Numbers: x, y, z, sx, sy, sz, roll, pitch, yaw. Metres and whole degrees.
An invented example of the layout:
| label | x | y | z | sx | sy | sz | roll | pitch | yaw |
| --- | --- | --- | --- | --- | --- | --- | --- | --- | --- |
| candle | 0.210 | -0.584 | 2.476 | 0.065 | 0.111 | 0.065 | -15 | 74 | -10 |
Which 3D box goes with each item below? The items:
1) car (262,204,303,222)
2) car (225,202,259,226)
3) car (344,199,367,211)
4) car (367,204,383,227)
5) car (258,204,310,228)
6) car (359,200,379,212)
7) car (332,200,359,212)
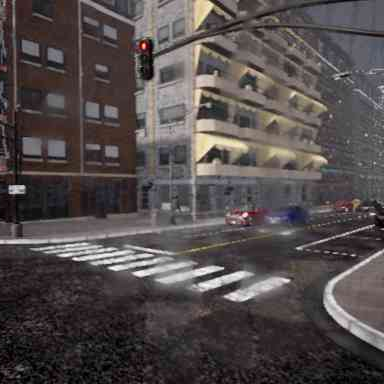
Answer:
| label | x | y | z | sx | sy | sz | roll | pitch | yaw |
| --- | --- | --- | --- | --- | --- | --- | --- | --- | --- |
| car | 7.934 | 1.766 | 29.003 | 1.802 | 1.307 | 4.206 | -1 | -1 | 41 |
| car | 4.217 | 1.606 | 24.715 | 1.967 | 1.590 | 4.097 | -1 | -1 | 41 |
| car | 22.681 | 1.780 | 46.037 | 1.752 | 1.417 | 4.829 | -1 | -1 | 41 |
| car | 14.219 | 1.733 | 23.561 | 1.947 | 1.339 | 4.313 | -2 | -1 | 41 |
| car | 6.890 | 1.690 | 23.844 | 1.812 | 1.442 | 4.674 | 0 | 0 | 41 |
| car | 22.086 | 1.762 | 41.329 | 1.812 | 1.442 | 4.674 | 0 | 0 | 41 |
| car | 19.077 | 1.782 | 41.875 | 1.887 | 1.381 | 4.507 | -1 | -1 | 41 |
